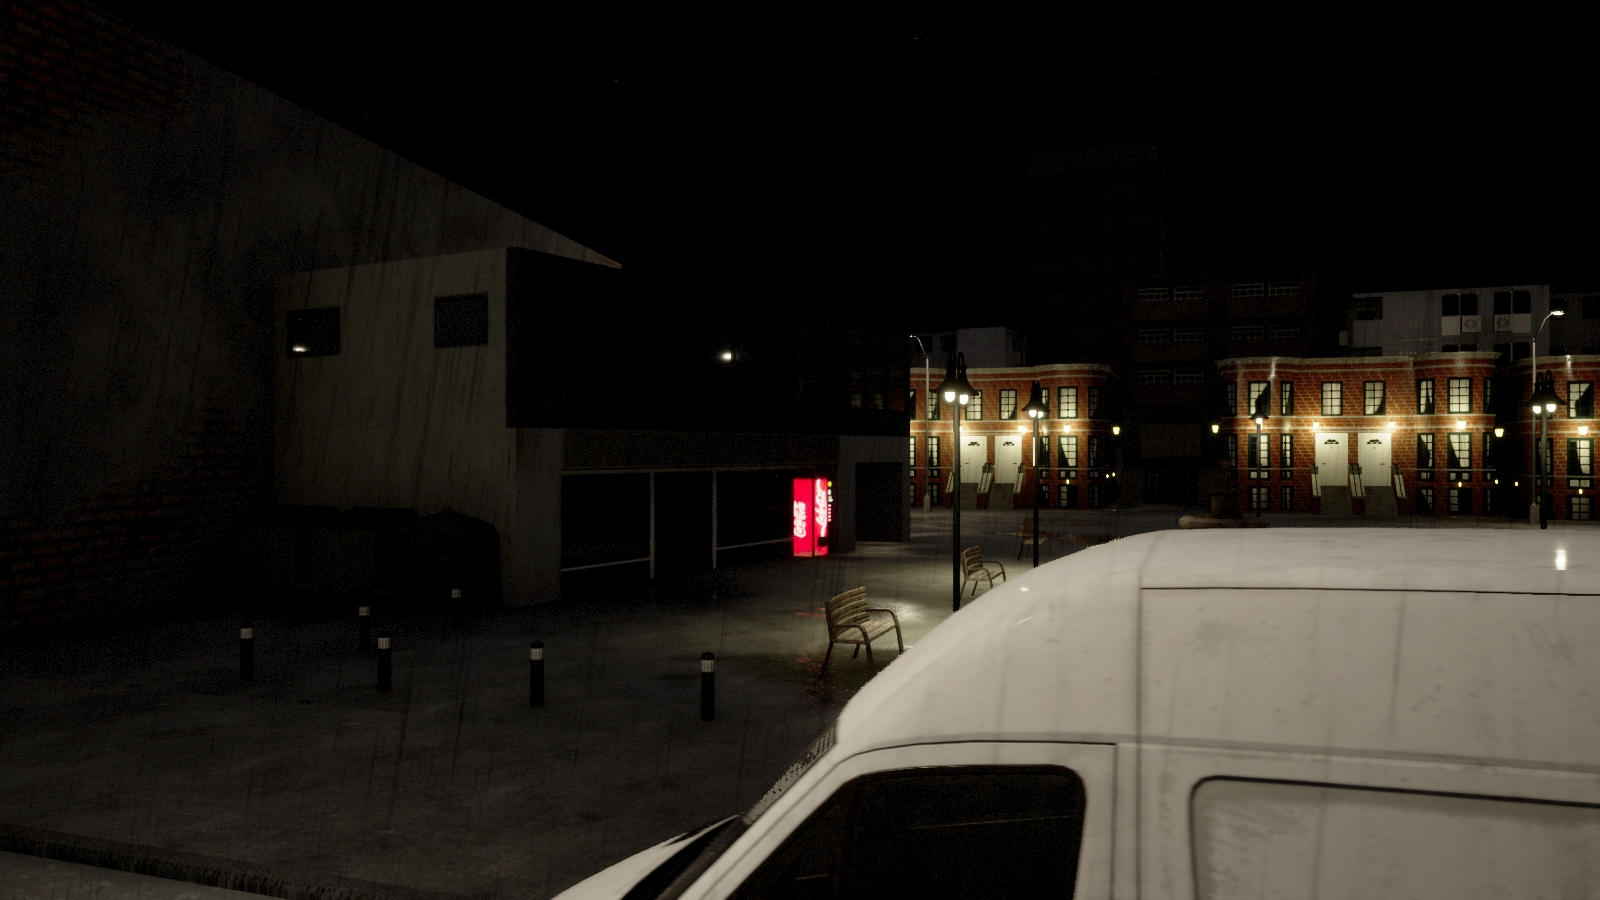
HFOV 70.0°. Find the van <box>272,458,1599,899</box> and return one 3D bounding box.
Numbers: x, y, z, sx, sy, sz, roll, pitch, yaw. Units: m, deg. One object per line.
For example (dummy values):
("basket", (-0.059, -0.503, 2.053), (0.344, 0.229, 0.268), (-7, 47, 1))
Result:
("van", (1.580, 1.314, 3.265), (5.915, 2.561, 1.988), (0, 0, 20))
